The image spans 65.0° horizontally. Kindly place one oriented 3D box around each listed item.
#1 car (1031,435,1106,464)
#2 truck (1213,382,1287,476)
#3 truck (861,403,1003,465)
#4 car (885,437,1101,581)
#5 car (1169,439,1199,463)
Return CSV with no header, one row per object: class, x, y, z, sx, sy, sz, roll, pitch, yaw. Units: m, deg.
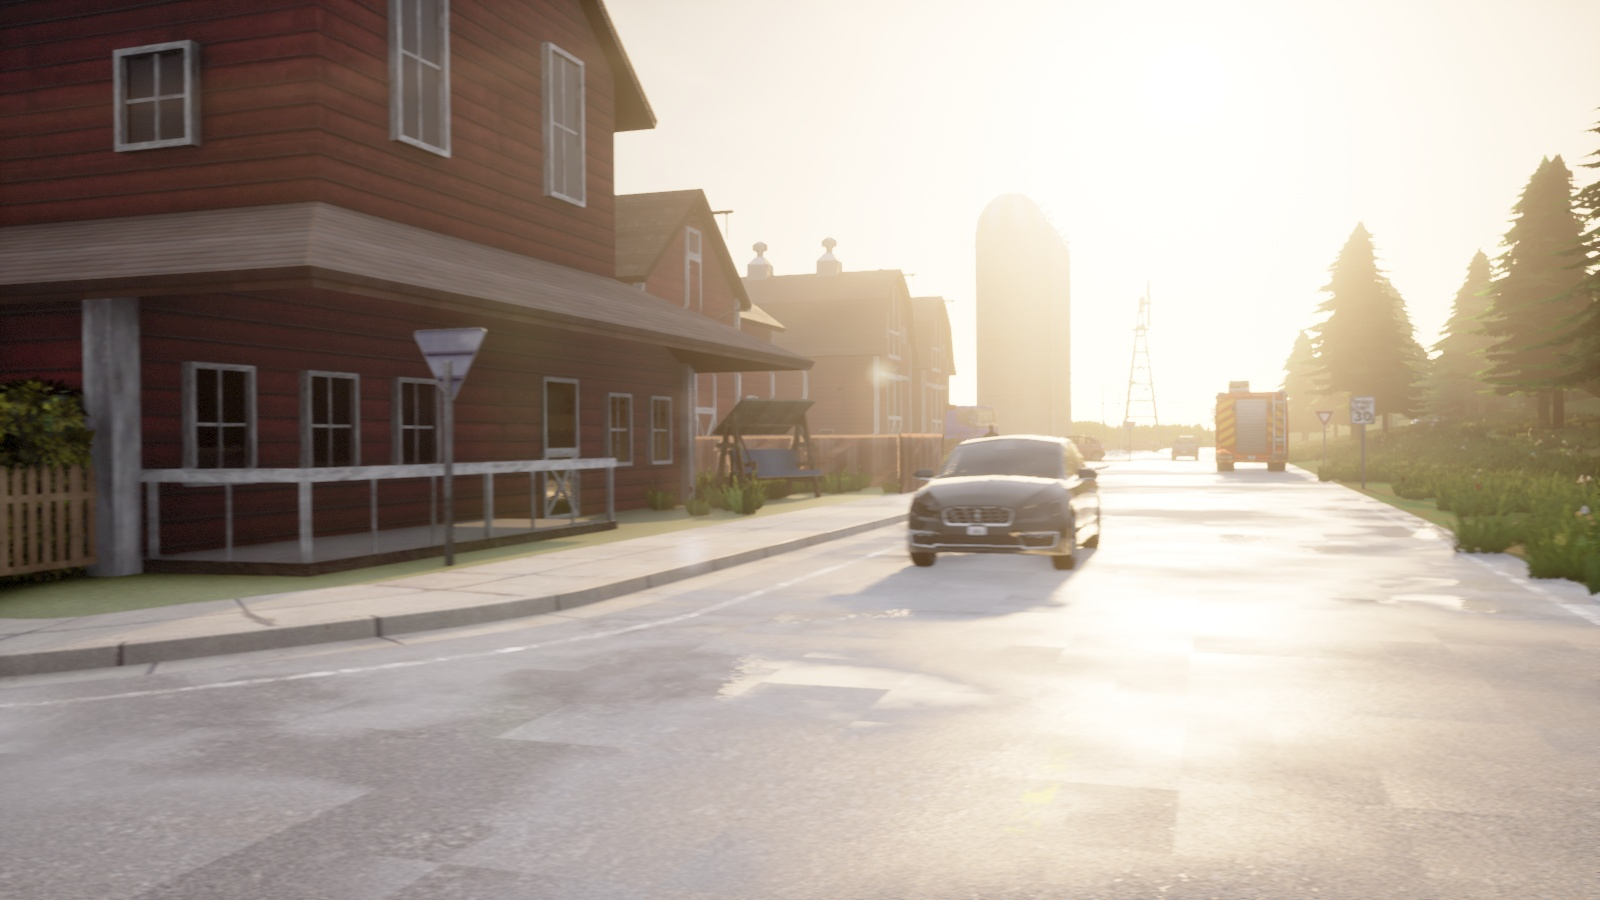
car,15.811,-0.032,74.074,3.988,1.617,1.851,1,0,-1
truck,19.906,-0.899,55.806,2.891,3.827,8.468,0,0,19
truck,7.726,-0.904,74.236,7.936,3.462,2.891,0,0,36
car,2.578,0.595,15.640,1.837,1.490,4.892,0,0,19
car,24.961,0.043,81.594,1.789,1.549,3.705,0,1,19
